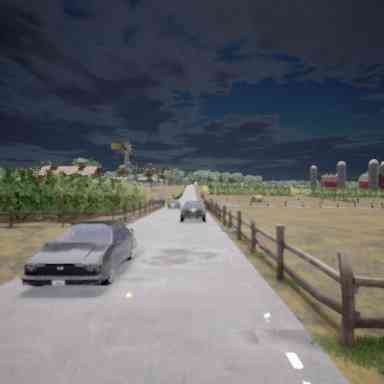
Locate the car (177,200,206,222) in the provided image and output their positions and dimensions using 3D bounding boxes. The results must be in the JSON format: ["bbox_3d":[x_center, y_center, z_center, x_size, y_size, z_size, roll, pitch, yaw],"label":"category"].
[{"bbox_3d":[0.095,1.503,28.033,2.097,1.767,4.553,0,-1,0],"label":"car"}]

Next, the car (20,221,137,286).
[{"bbox_3d":[-2.848,1.572,9.762,2.033,1.411,5.357,0,0,0],"label":"car"}]

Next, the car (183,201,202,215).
[{"bbox_3d":[0.077,1.807,39.403,2.033,1.411,5.357,0,-1,0],"label":"car"}]

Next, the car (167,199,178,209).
[{"bbox_3d":[-2.814,1.861,51.476,2.128,1.511,4.902,0,0,0],"label":"car"}]
